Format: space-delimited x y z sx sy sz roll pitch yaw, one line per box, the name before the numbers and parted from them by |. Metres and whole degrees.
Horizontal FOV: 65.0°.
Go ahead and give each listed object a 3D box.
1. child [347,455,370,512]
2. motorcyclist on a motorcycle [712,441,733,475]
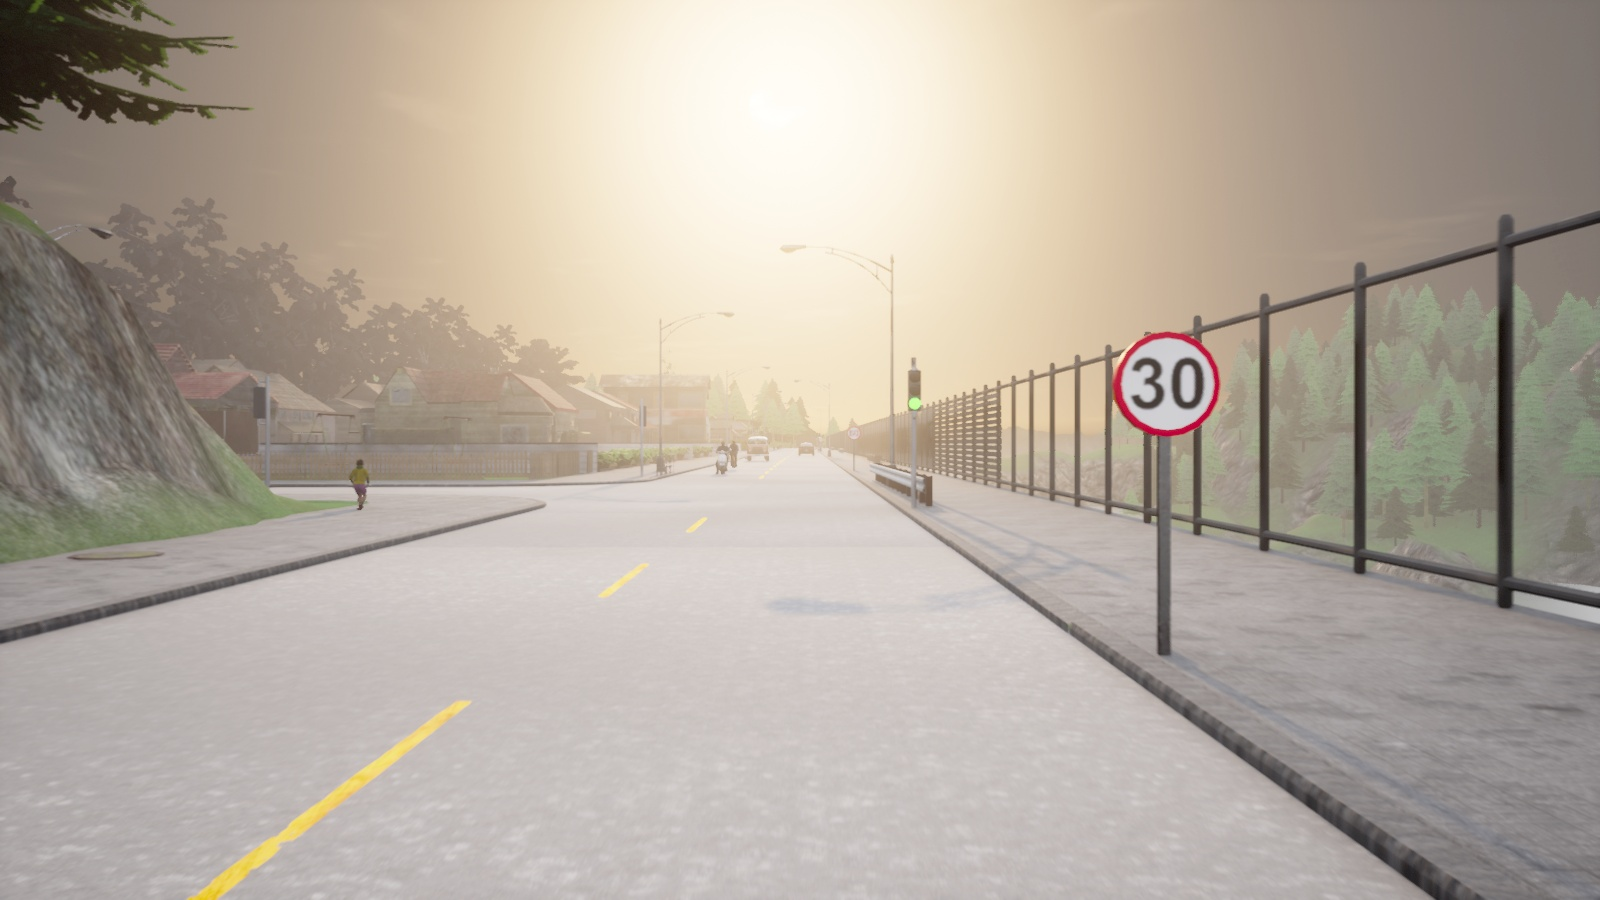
child | -9.130 0.683 25.968 0.299 1.160 0.473 0 0 0
motorcyclist on a motorcycle | -3.665 0.361 59.662 0.866 1.590 1.817 0 0 0
